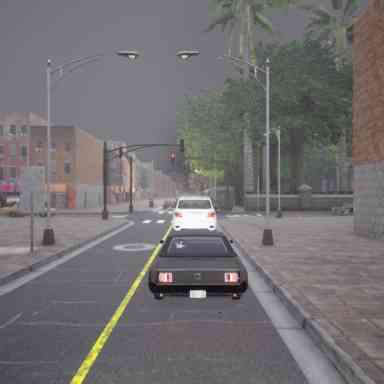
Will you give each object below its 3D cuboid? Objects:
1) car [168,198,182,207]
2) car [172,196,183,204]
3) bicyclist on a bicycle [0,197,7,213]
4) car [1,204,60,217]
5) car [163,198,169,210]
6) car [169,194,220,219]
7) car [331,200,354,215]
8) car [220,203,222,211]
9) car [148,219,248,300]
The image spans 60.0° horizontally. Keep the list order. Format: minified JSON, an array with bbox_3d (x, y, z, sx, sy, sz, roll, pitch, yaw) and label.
[{"bbox_3d":[-2.753,1.650,54.862,1.895,1.301,4.718,0,0,0],"label":"car"},{"bbox_3d":[-2.696,1.538,64.683,1.882,1.535,5.008,0,0,1],"label":"car"},{"bbox_3d":[-20.087,1.372,35.359,0.582,1.620,1.656,0,0,0],"label":"bicyclist on a bicycle"},{"bbox_3d":[-14.394,1.571,29.710,4.829,1.417,1.752,0,0,0],"label":"car"},{"bbox_3d":[-2.777,1.563,44.588,1.812,1.442,4.674,0,0,0],"label":"car"},{"bbox_3d":[0.134,1.230,18.136,2.150,2.045,5.566,0,0,0],"label":"car"},{"bbox_3d":[16.163,1.470,32.437,4.902,1.511,2.128,0,0,0],"label":"car"},{"bbox_3d":[1.079,1.533,35.657,1.837,1.490,4.892,-5,3,-42],"label":"car"},{"bbox_3d":[0.114,1.603,8.371,1.895,1.301,4.718,0,0,0],"label":"car"}]
